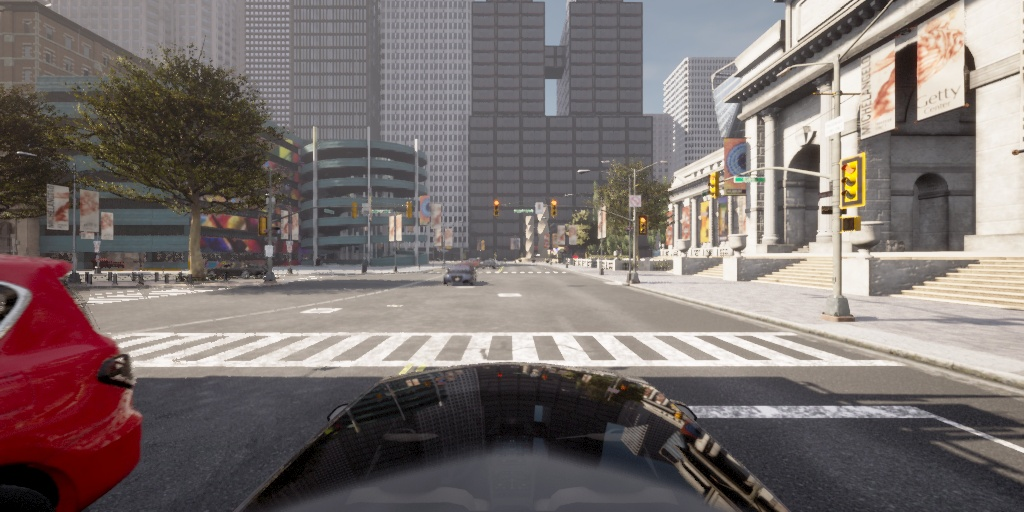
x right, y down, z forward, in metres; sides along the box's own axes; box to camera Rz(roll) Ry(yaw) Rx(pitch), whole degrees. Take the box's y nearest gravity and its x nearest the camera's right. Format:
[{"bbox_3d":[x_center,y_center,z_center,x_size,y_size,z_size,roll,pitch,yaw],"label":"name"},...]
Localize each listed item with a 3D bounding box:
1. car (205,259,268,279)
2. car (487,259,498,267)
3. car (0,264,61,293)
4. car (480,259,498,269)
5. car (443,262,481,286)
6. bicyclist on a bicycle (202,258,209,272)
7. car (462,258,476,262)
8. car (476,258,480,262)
[{"bbox_3d":[-24.436,1.255,31.865,4.892,1.490,1.837,0,1,-1],"label":"car"},{"bbox_3d":[-3.483,1.276,65.206,1.812,1.442,4.674,0,0,0],"label":"car"},{"bbox_3d":[-29.161,1.242,20.161,4.902,1.511,2.128,0,0,0],"label":"car"},{"bbox_3d":[-3.495,1.255,55.686,1.837,1.490,4.892,0,0,0],"label":"car"},{"bbox_3d":[-3.553,1.314,25.211,1.994,1.385,4.181,0,0,0],"label":"car"},{"bbox_3d":[-34.155,1.051,39.630,0.582,1.620,1.656,0,0,0],"label":"bicyclist on a bicycle"},{"bbox_3d":[-6.994,1.351,54.363,1.895,1.301,4.718,0,0,0],"label":"car"},{"bbox_3d":[-6.986,1.102,63.159,2.097,1.767,4.553,0,0,0],"label":"car"}]
